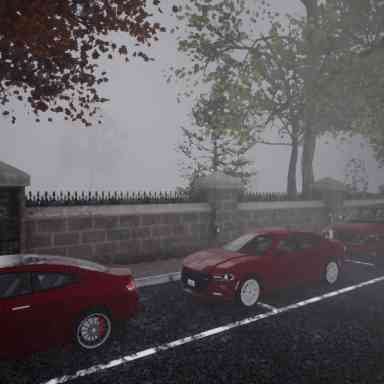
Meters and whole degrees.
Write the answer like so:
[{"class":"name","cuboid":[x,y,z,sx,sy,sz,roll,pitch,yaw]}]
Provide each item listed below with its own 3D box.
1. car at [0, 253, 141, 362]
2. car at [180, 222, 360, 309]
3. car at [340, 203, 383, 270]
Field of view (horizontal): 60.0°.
[{"class":"car","cuboid":[-2.763,1.582,4.588,4.206,1.307,1.802,0,0,-36]},{"class":"car","cuboid":[1.811,1.545,7.872,4.507,1.381,1.887,0,0,-36]},{"class":"car","cuboid":[6.386,1.316,11.157,5.009,1.841,2.192,0,0,-36]}]
